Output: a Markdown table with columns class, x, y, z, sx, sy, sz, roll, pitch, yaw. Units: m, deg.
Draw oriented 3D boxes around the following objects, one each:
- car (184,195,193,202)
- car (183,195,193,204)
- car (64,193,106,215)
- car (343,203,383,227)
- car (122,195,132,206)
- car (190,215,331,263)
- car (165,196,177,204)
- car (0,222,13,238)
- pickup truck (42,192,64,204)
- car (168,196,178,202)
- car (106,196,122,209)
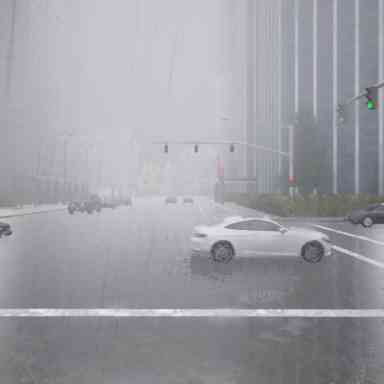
| class | x | y | z | sx | sy | sz | roll | pitch | yaw |
| --- | --- | --- | --- | --- | --- | --- | --- | --- | --- |
| car | -0.830 | 1.387 | 75.547 | 1.882 | 1.535 | 5.008 | 0 | 0 | 0 |
| car | -0.745 | 1.526 | 65.296 | 1.812 | 1.442 | 4.674 | 0 | 0 | 0 |
| car | -11.086 | 1.221 | 34.843 | 2.150 | 2.045 | 5.566 | 0 | 0 | -1 |
| car | 12.633 | 1.505 | 22.033 | 4.892 | 1.490 | 1.837 | 0 | 0 | 0 |
| car | -11.244 | 1.352 | 54.579 | 2.097 | 1.767 | 4.553 | 0 | 0 | -1 |
| car | 2.255 | 1.526 | 11.327 | 4.674 | 1.442 | 1.812 | 0 | 0 | 0 |
| car | -4.142 | 1.601 | 64.957 | 1.895 | 1.301 | 4.718 | 0 | 0 | 0 |
| car | -11.007 | 1.547 | 14.790 | 5.357 | 1.411 | 2.033 | 0 | 0 | 0 |
| pickup truck | -24.323 | 1.059 | 59.995 | 2.390 | 2.098 | 6.274 | 0 | 0 | 30 |
| car | -4.326 | 1.540 | 75.217 | 2.033 | 1.411 | 5.357 | 0 | 0 | 0 |
| car | -11.170 | 1.564 | 44.372 | 1.994 | 1.385 | 4.181 | 0 | 0 | -1 |
